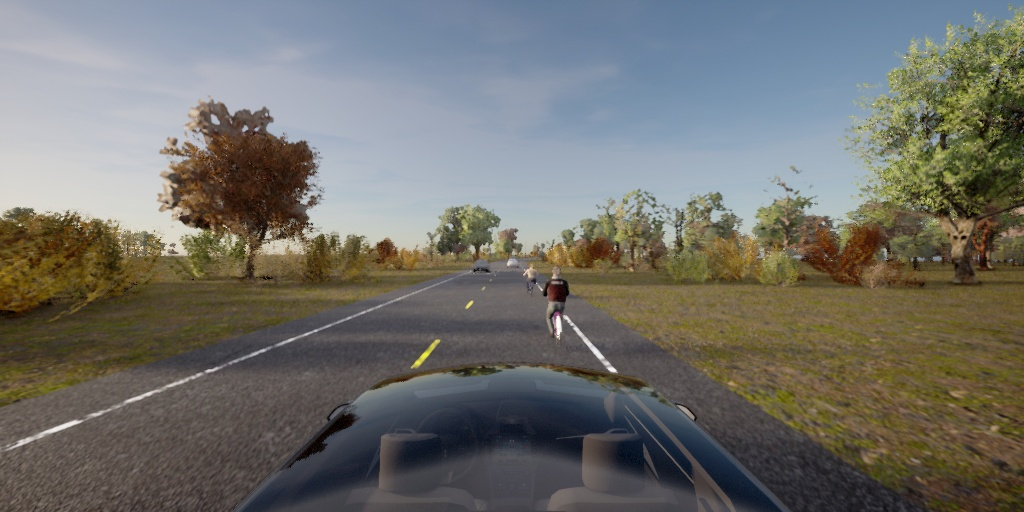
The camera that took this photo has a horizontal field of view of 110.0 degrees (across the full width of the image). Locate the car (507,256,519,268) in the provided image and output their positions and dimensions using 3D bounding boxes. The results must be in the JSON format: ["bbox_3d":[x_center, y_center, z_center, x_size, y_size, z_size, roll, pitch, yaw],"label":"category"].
[{"bbox_3d":[0.127,1.225,60.412,1.812,1.442,4.674,0,0,0],"label":"car"}]

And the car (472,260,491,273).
[{"bbox_3d":[-3.581,1.235,42.602,1.837,1.490,4.892,0,0,0],"label":"car"}]

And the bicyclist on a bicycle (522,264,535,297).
[{"bbox_3d":[0.946,1.185,17.724,0.866,1.612,1.509,0,0,0],"label":"bicyclist on a bicycle"}]

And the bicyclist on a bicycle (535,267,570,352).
[{"bbox_3d":[0.967,1.121,8.022,0.659,1.776,1.843,0,0,0],"label":"bicyclist on a bicycle"}]
